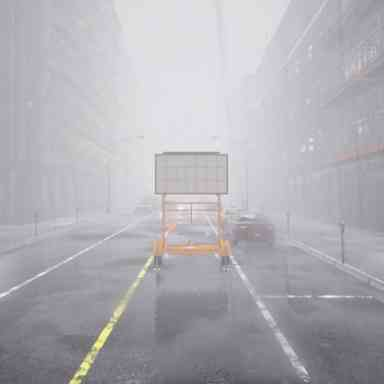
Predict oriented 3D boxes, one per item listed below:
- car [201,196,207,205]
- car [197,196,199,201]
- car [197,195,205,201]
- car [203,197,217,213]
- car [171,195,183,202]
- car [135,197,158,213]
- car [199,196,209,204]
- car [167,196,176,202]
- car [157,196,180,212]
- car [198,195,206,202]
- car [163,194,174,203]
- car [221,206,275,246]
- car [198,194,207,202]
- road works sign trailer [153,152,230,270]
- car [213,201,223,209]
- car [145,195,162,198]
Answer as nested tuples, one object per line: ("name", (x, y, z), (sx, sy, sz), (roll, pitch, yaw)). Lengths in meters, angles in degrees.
("car", (2.562, 1.633, 43.002), (2.008, 1.369, 4.403), (1, 0, 0))
("car", (2.550, 1.704, 65.124), (1.887, 1.381, 4.507), (1, 0, 0))
("car", (2.502, 1.732, 92.781), (1.967, 1.590, 4.097), (1, 0, 0))
("car", (2.565, 1.612, 37.470), (1.887, 1.381, 4.507), (1, 0, 0))
("car", (-2.785, 1.645, 67.052), (1.882, 1.535, 5.008), (0, 0, 0))
("car", (-5.315, 1.592, 37.359), (1.752, 1.417, 4.829), (2, 0, 0))
("car", (2.557, 1.624, 70.656), (1.967, 1.590, 4.097), (1, 0, 0))
("car", (-5.344, 1.828, 87.304), (1.947, 1.339, 4.313), (1, 0, 0))
("car", (-2.870, 1.554, 41.096), (1.882, 1.535, 5.008), (0, 0, 0))
("car", (2.553, 1.682, 59.594), (1.887, 1.381, 4.507), (1, 0, 0))
("car", (-5.331, 1.524, 76.243), (2.192, 1.841, 5.009), (1, 0, 0))
("car", (2.577, 1.563, 15.348), (1.887, 1.381, 4.507), (1, 0, 0))
("car", (2.511, 1.549, 81.718), (2.192, 1.841, 5.009), (1, 0, 0))
("road works sign trailer", (-0.017, 0.475, 11.018), (2.380, 3.560, 2.880), (0, 0, 0))
("car", (2.575, 1.553, 21.050), (1.752, 1.417, 4.829), (1, 0, 0))
("car", (-5.312, 1.397, 43.062), (2.192, 1.841, 5.009), (2, 0, 0))
